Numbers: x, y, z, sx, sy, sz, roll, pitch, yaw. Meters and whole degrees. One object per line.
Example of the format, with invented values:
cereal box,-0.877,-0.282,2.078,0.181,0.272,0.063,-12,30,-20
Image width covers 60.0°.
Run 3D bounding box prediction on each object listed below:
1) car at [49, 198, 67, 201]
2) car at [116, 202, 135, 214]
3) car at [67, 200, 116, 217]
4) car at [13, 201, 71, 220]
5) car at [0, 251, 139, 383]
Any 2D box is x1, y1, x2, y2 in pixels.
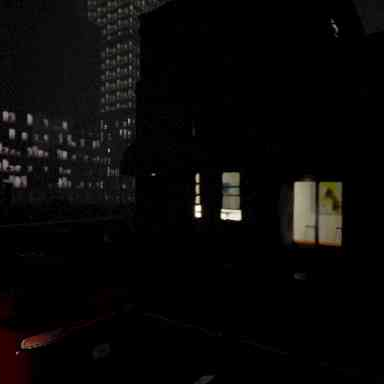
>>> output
car,-16.720,1.581,40.199,1.967,1.590,4.097,1,0,36
car,-7.141,1.854,38.653,1.802,1.307,4.206,1,0,36
car,-10.383,1.812,34.234,1.947,1.339,4.313,1,0,36
car,-13.626,1.772,29.815,2.008,1.369,4.403,1,0,36
car,-2.778,1.558,4.840,4.507,1.381,1.887,0,1,35
